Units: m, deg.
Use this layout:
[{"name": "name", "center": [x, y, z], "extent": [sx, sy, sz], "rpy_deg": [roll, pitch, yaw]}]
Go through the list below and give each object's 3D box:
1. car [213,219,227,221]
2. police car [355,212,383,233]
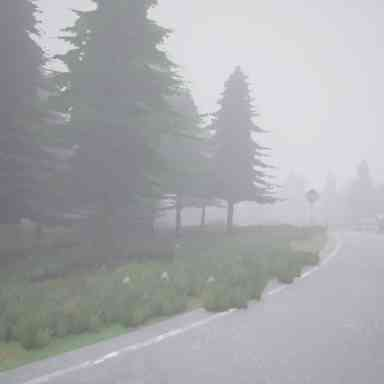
[{"name": "car", "center": [4.145, 4.353, 45.113], "extent": [2.033, 1.411, 5.357], "rpy_deg": [7, -10, -39]}, {"name": "police car", "center": [15.036, 2.457, 26.847], "extent": [1.930, 1.638, 5.238], "rpy_deg": [4, -5, 0]}]
